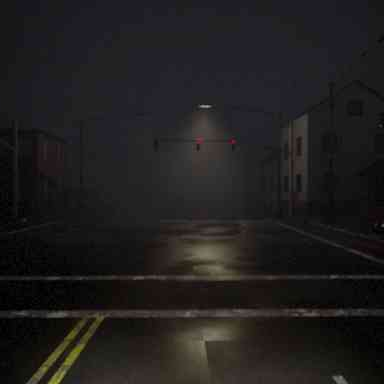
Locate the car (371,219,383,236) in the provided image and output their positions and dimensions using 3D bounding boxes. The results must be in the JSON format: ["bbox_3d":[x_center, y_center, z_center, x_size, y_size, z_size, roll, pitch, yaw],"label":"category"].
[{"bbox_3d":[10.890,1.520,14.650,5.357,1.411,2.033,0,0,-2],"label":"car"}]
